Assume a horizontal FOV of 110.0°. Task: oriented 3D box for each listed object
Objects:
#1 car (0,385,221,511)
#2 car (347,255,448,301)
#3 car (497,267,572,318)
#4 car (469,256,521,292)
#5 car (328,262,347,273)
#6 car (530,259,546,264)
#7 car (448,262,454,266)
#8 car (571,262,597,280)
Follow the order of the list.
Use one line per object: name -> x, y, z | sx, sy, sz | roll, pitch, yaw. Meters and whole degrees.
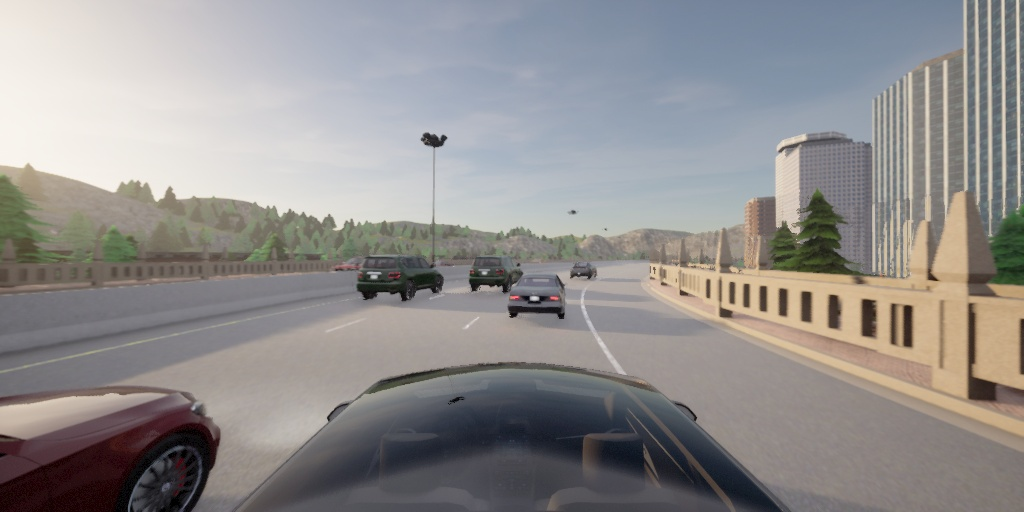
car -> -3.312, 1.259, 0.995 | 1.812, 1.442, 4.674 | 0, 0, -1
car -> -5.269, 0.974, 17.575 | 2.150, 2.045, 5.566 | 0, 0, 10
car -> 1.033, 1.316, 13.113 | 2.033, 1.411, 5.357 | 0, 0, 8
car -> -0.840, 1.003, 21.593 | 2.150, 2.045, 5.566 | 0, 0, 13
car -> -10.696, 0.981, 26.115 | 2.150, 2.045, 5.566 | 0, 0, 15
car -> 4.730, 1.218, 64.583 | 1.882, 1.535, 5.008 | 0, 0, 23
car -> -9.862, 1.346, 48.648 | 1.882, 1.535, 5.008 | 0, -1, 24
car -> 6.719, 1.341, 33.410 | 2.128, 1.511, 4.902 | 0, 0, 22
